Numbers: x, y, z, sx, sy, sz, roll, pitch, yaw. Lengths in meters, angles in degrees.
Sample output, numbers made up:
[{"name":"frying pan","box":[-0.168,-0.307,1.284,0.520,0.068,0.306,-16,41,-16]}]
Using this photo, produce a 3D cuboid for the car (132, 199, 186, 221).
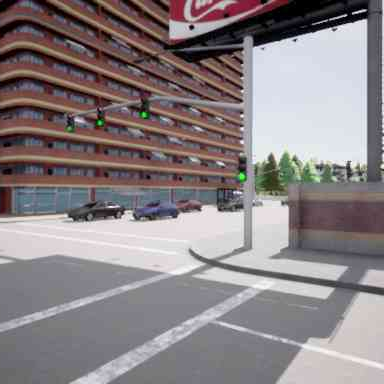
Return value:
[{"name":"car","box":[-2.806,1.510,27.332,1.812,1.442,4.674,0,0,35]}]

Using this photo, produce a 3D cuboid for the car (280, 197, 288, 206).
[{"name":"car","box":[15.845,1.512,53.622,1.812,1.442,4.674,0,0,35]}]

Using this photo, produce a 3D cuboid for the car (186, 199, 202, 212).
[{"name":"car","box":[-0.606,1.506,36.531,1.812,1.442,4.674,0,0,35]}]

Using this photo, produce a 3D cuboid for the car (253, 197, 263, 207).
[{"name":"car","box":[9.158,1.506,50.318,1.812,1.442,4.674,0,0,36]}]

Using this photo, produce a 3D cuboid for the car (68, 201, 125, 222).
[{"name":"car","box":[-7.553,1.486,26.713,1.837,1.490,4.892,0,0,35]}]

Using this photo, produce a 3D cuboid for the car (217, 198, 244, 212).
[{"name":"car","box":[4.631,1.484,37.898,1.837,1.490,4.892,0,1,35]}]
